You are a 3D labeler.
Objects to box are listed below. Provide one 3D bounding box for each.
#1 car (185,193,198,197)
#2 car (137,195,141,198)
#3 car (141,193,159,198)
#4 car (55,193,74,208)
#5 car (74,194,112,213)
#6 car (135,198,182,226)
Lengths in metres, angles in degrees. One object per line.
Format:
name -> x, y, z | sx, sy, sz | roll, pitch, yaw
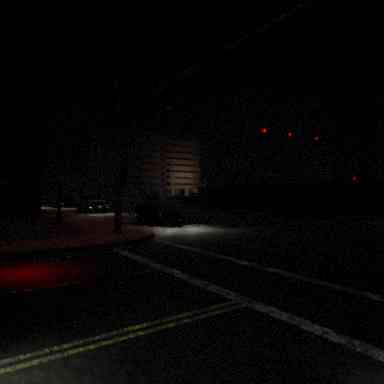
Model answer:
car -> 1.207, 1.147, 65.255 | 3.866, 1.878, 1.905 | 0, 0, -34
car -> -11.404, 1.144, 83.910 | 4.605, 1.855, 1.932 | 0, 0, -34
car -> -9.827, 1.147, 81.483 | 3.866, 1.878, 1.905 | 0, 0, -34
car -> -18.800, 1.217, 49.422 | 2.150, 2.045, 5.566 | 0, 0, -32
car -> -11.249, 1.220, 37.559 | 2.150, 2.045, 5.566 | 0, 0, -33
car -> -2.479, 1.475, 23.733 | 1.882, 1.535, 5.008 | 0, 0, -31
